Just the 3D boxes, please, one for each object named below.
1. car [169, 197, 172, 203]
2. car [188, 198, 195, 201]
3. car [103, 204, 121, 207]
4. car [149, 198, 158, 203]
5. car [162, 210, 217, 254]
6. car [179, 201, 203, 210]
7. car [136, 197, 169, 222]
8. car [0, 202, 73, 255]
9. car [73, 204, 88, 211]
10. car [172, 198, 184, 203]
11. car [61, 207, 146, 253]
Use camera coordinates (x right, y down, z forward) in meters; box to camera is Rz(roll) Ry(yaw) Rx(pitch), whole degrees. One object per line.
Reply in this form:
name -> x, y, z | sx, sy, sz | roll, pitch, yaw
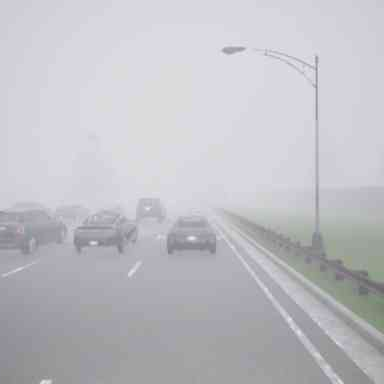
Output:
car -> -7.084, 2.401, 93.726 | 1.812, 1.442, 4.674 | 0, -1, 0
car -> -0.083, 2.335, 92.483 | 1.882, 1.535, 5.008 | 0, -1, 0
car -> -7.021, 1.808, 29.366 | 1.812, 1.442, 4.674 | 0, 0, 0
car -> -10.583, 2.334, 92.473 | 1.882, 1.535, 5.008 | 0, -1, 0
car -> -0.009, 1.702, 14.269 | 1.994, 1.385, 4.181 | 0, -1, 0
car -> -0.021, 1.808, 29.381 | 1.812, 1.442, 4.674 | 0, 0, 0
car -> -3.524, 1.495, 29.014 | 2.150, 2.045, 5.566 | 0, 0, 0
car -> -7.010, 1.485, 14.063 | 2.097, 1.767, 4.553 | 0, -1, 0
car -> -10.522, 1.788, 29.280 | 1.837, 1.490, 4.892 | 0, 0, 0
car -> -3.581, 2.385, 91.229 | 2.033, 1.411, 5.357 | 0, -1, 0
car -> -3.508, 1.630, 14.276 | 2.128, 1.511, 4.902 | 0, 0, 0
